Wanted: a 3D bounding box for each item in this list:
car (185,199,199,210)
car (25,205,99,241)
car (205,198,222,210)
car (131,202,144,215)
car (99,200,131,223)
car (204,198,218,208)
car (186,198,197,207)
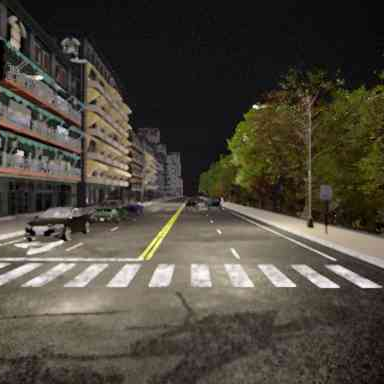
[{"bbox_3d":[-0.025,1.759,47.272,2.128,1.511,4.902,0,0,0],"label":"car"},{"bbox_3d":[-6.604,1.533,16.892,2.128,1.511,4.902,0,0,0],"label":"car"},{"bbox_3d":[3.225,1.777,47.278,2.128,1.511,4.902,0,0,0],"label":"car"},{"bbox_3d":[-6.566,1.768,36.956,1.895,1.301,4.718,0,0,0],"label":"car"},{"bbox_3d":[-6.600,1.454,26.697,2.097,1.767,4.553,0,0,0],"label":"car"},{"bbox_3d":[3.218,1.844,57.697,2.128,1.511,4.902,0,0,0],"label":"car"},{"bbox_3d":[-0.031,1.862,57.696,1.812,1.442,4.674,0,0,0],"label":"car"}]
